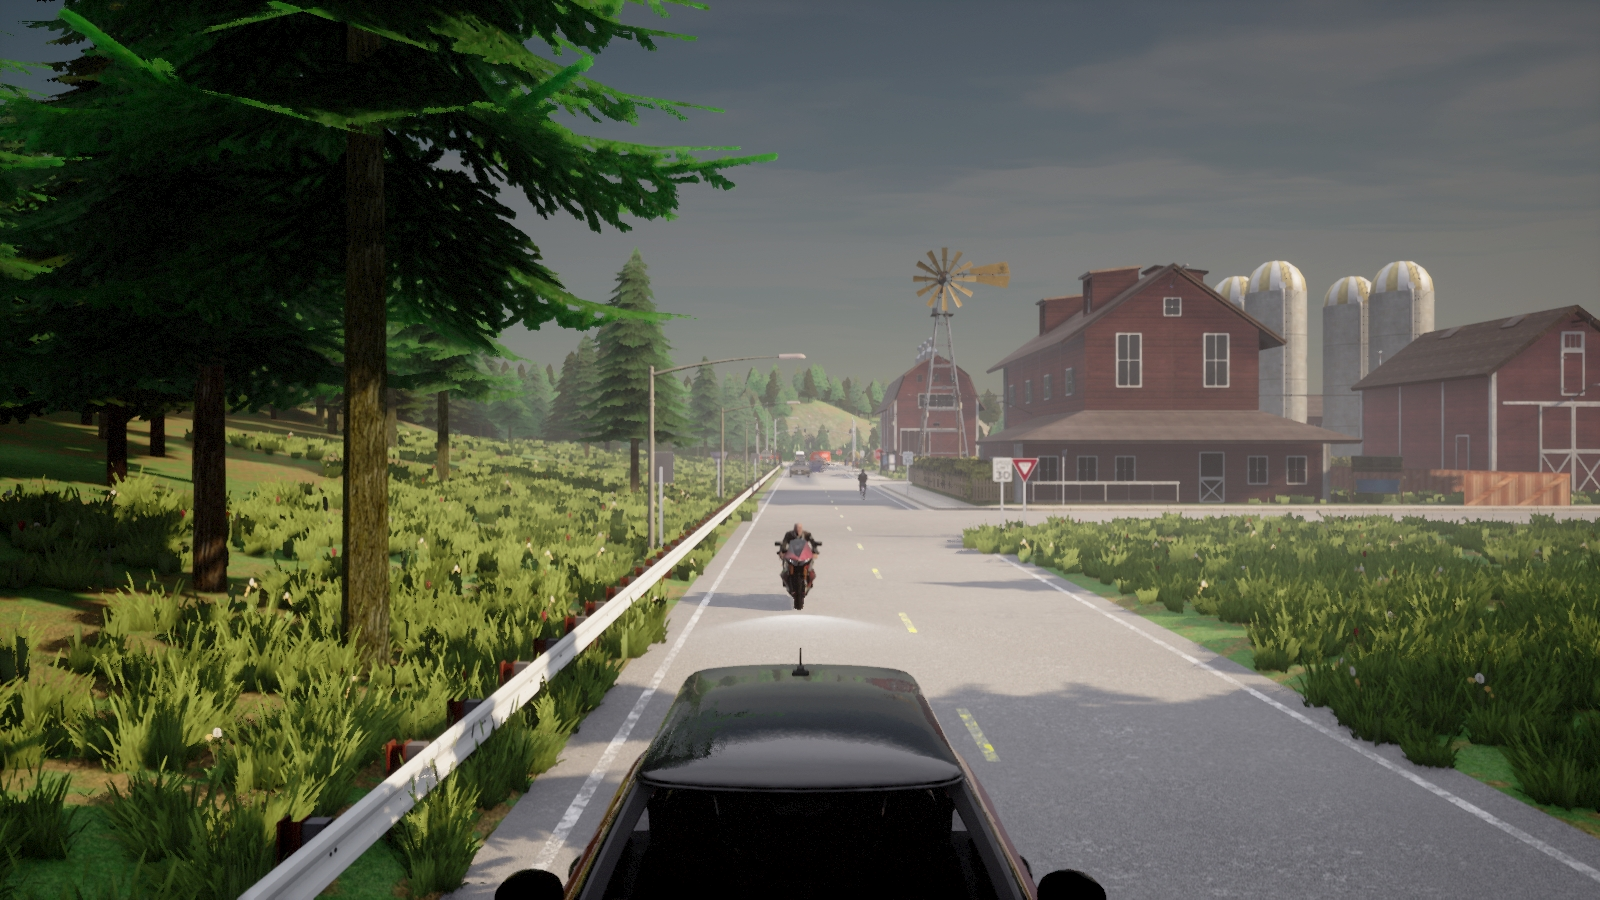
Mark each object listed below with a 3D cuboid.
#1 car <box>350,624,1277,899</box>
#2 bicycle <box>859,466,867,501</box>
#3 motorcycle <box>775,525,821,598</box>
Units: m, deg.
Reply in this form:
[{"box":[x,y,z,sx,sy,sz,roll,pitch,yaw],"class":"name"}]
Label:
[{"box":[0.033,1.908,4.500,2.097,1.767,4.553,0,0,0],"class":"car"},{"box":[3.513,1.846,63.955,0.329,1.919,1.835,0,0,0],"class":"bicycle"},{"box":[-0.047,2.209,22.997,0.867,1.251,2.209,0,0,0],"class":"motorcycle"}]
